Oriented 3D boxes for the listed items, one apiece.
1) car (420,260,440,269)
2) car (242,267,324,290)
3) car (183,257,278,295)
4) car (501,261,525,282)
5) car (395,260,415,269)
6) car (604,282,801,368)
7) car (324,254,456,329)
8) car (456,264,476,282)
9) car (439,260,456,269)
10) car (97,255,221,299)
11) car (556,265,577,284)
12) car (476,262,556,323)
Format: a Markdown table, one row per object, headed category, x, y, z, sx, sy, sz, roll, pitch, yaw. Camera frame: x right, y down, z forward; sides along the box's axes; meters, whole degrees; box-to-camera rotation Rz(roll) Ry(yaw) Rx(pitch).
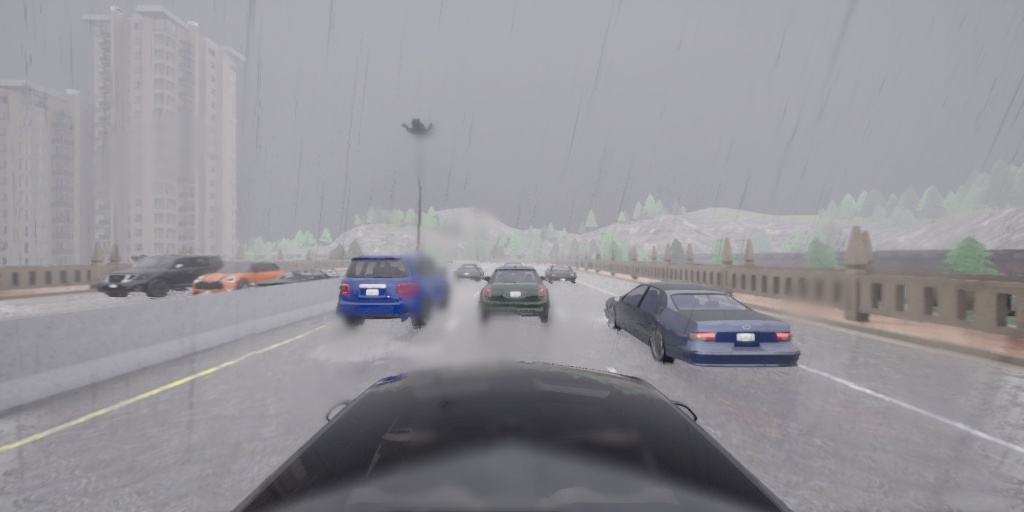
| category | x | y | z | sx | sy | sz | roll | pitch | yaw |
| --- | --- | --- | --- | --- | --- | --- | --- | --- | --- |
| car | -14.027 | 1.407 | 61.718 | 2.033 | 1.411 | 5.357 | 0 | 0 | 1 |
| car | -10.601 | 1.358 | 17.840 | 1.895 | 1.301 | 4.718 | 0 | 0 | 0 |
| car | -14.100 | 1.110 | 18.907 | 2.097 | 1.767 | 4.553 | 0 | 0 | 0 |
| car | 0.097 | 1.249 | 30.269 | 1.882 | 1.535 | 5.008 | 0 | 0 | 0 |
| car | -17.554 | 1.411 | 58.781 | 1.994 | 1.385 | 4.181 | 0 | 0 | 0 |
| car | 3.594 | 1.300 | 8.042 | 2.033 | 1.411 | 5.357 | 0 | 0 | 0 |
| car | -3.400 | 0.976 | 11.416 | 2.150 | 2.045 | 5.566 | 0 | 0 | 0 |
| car | -3.401 | 1.333 | 29.236 | 1.994 | 1.385 | 4.181 | 0 | 0 | 0 |
| car | -10.557 | 1.413 | 59.124 | 1.994 | 1.385 | 4.181 | 0 | 0 | 0 |
| car | -17.602 | 0.978 | 18.616 | 2.150 | 2.045 | 5.566 | 0 | 0 | 0 |
| car | 3.599 | 1.368 | 27.312 | 1.895 | 1.301 | 4.718 | 0 | 0 | 0 |
| car | 0.099 | 1.106 | 12.311 | 2.097 | 1.767 | 4.553 | 0 | 0 | 0 |
